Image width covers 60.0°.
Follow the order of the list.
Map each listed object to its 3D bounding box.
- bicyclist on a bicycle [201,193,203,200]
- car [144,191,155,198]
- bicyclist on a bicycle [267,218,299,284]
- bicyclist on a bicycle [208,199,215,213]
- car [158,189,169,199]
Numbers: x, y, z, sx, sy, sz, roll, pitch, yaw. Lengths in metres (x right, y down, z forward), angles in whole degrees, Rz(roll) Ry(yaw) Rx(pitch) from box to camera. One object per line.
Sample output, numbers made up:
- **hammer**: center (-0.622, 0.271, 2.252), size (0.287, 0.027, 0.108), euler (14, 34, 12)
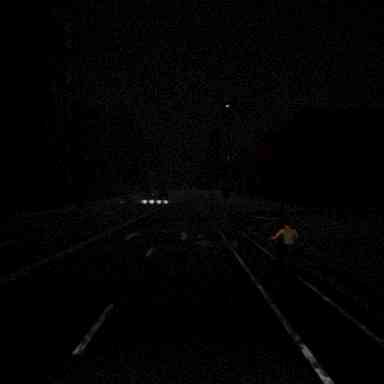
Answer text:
- **bicyclist on a bicycle**: center (2.265, 1.102, 73.012), size (0.582, 1.620, 1.656), euler (0, 1, 0)
- **car**: center (-9.733, 0.560, 76.550), size (2.097, 1.767, 4.553), euler (0, 1, 0)
- **bicyclist on a bicycle**: center (2.473, 1.482, 8.797), size (0.866, 1.612, 1.509), euler (0, 0, 0)
- **bicyclist on a bicycle**: center (2.262, 1.547, 37.392), size (0.866, 1.612, 1.509), euler (0, 0, 0)
- **car**: center (-6.483, 0.431, 76.487), size (2.150, 2.045, 5.566), euler (0, 1, 0)
